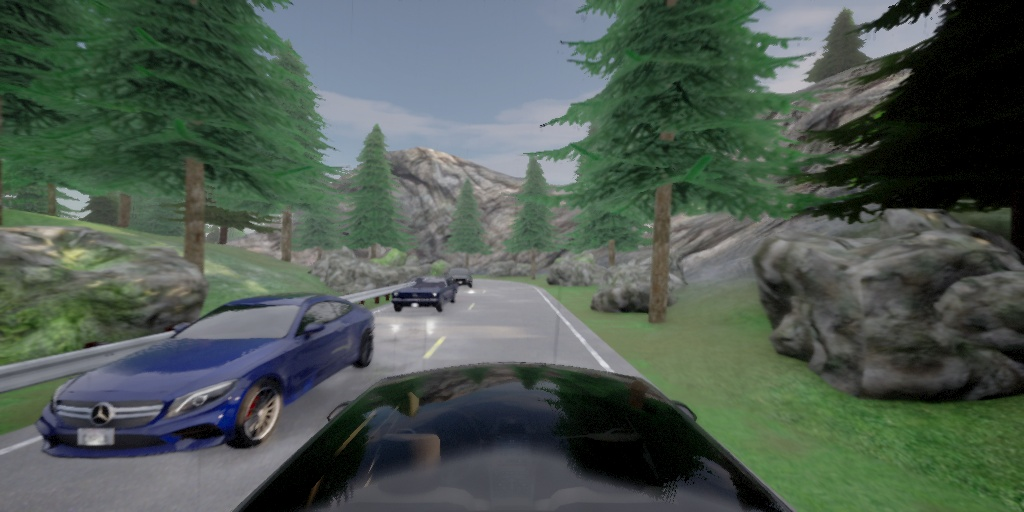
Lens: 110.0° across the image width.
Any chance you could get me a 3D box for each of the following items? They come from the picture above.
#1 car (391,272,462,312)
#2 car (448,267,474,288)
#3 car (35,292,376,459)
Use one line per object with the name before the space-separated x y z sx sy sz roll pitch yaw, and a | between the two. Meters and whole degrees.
car | -3.553 1.529 15.374 1.895 1.301 4.718 0 -1 0
car | -4.025 1.587 26.942 1.837 1.490 4.892 0 -1 -12
car | -3.577 1.322 5.400 1.812 1.442 4.674 0 -1 0
